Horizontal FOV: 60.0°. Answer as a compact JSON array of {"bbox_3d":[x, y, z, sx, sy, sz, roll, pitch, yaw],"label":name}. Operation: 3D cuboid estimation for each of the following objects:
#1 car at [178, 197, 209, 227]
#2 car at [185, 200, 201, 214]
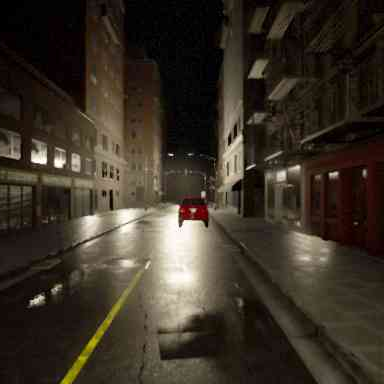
[{"bbox_3d":[0.099,1.440,25.017,2.150,2.045,5.566,0,-1,0],"label":"car"},{"bbox_3d":[0.095,1.863,41.822,1.882,1.535,5.008,0,-1,0],"label":"car"}]
